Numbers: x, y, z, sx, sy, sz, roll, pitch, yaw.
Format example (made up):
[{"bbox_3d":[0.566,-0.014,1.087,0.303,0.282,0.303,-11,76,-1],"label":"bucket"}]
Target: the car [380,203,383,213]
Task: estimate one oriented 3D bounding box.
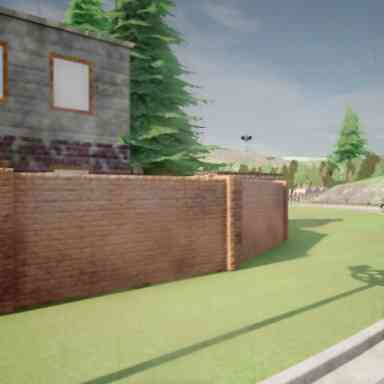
[{"bbox_3d":[19.690,1.313,31.454,2.128,1.511,4.902,0,0,5],"label":"car"}]
